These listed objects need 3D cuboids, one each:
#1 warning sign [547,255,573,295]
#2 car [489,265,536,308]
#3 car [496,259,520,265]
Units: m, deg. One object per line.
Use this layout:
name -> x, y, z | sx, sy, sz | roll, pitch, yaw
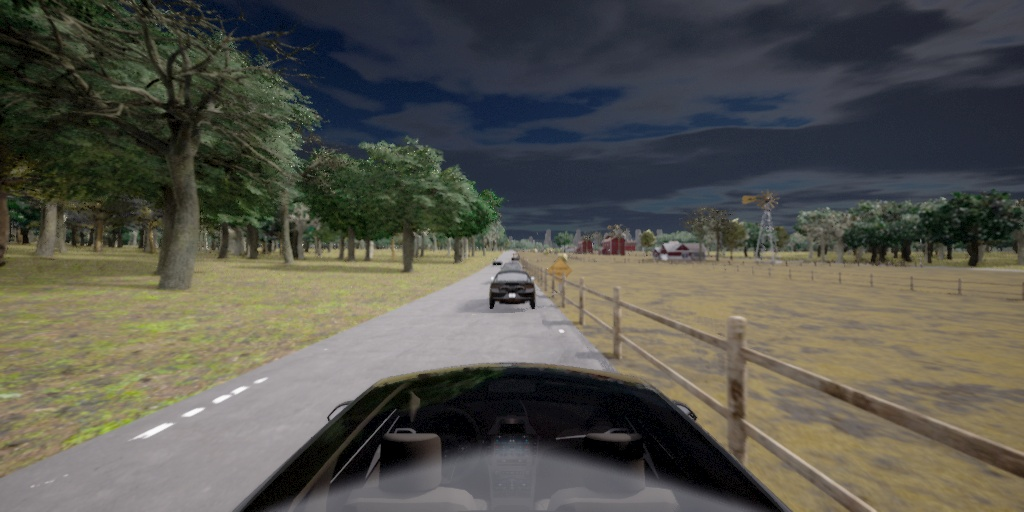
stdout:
warning sign -> 2.450, 1.024, 18.390 | 1.300, 1.860, 1.060 | 0, 0, 0
car -> 0.029, 1.364, 16.095 | 1.882, 1.535, 5.008 | 0, 0, 0
car -> 0.023, 1.330, 30.261 | 2.097, 1.767, 4.553 | 0, 0, 0
